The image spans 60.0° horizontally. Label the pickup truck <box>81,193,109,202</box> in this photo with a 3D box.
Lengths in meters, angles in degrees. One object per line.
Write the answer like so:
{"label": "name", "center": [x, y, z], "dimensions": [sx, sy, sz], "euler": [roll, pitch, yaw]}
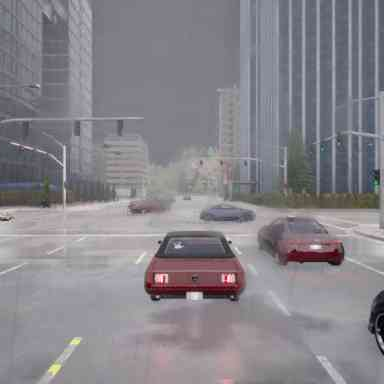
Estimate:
{"label": "pickup truck", "center": [-21.201, 1.059, 73.315], "dimensions": [2.390, 2.098, 6.274], "euler": [0, 0, 30]}

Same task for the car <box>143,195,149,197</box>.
{"label": "car", "center": [-7.796, 1.526, 47.443], "dimensions": [1.812, 1.442, 4.674], "euler": [0, 0, 1]}

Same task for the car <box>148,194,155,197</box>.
{"label": "car", "center": [-7.914, 1.505, 56.697], "dimensions": [1.837, 1.490, 4.892], "euler": [0, 0, -1]}

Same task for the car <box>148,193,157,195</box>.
{"label": "car", "center": [-8.005, 1.221, 67.103], "dimensions": [2.150, 2.045, 5.566], "euler": [0, 0, -1]}

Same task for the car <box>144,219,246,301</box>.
{"label": "car", "center": [0.070, 1.601, 8.268], "dimensions": [1.895, 1.301, 4.718], "euler": [0, 0, 0]}

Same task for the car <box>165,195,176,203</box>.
{"label": "car", "center": [-4.556, 1.525, 71.826], "dimensions": [2.128, 1.511, 4.902], "euler": [0, 0, -1]}

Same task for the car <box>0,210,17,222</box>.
{"label": "car", "center": [-15.552, 1.601, 24.386], "dimensions": [4.718, 1.301, 1.895], "euler": [0, 0, 3]}

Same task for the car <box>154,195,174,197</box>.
{"label": "car", "center": [-4.353, 1.547, 51.544], "dimensions": [2.033, 1.411, 5.357], "euler": [0, 0, -1]}

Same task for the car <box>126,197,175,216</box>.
{"label": "car", "center": [-4.295, 1.526, 33.215], "dimensions": [4.674, 1.442, 1.812], "euler": [0, 1, -43]}

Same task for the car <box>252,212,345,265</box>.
{"label": "car", "center": [3.576, 1.564, 11.627], "dimensions": [1.994, 1.385, 4.181], "euler": [0, 0, 0]}

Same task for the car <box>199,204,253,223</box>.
{"label": "car", "center": [2.602, 1.564, 24.777], "dimensions": [4.181, 1.385, 1.994], "euler": [0, 0, 0]}

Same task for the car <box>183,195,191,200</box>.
{"label": "car", "center": [-1.300, 1.553, 88.541], "dimensions": [1.994, 1.385, 4.181], "euler": [0, 0, -1]}

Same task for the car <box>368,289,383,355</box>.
{"label": "car", "center": [3.608, 1.564, 3.216], "dimensions": [1.994, 1.385, 4.181], "euler": [0, 0, -1]}
